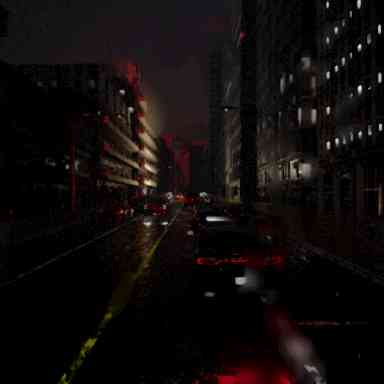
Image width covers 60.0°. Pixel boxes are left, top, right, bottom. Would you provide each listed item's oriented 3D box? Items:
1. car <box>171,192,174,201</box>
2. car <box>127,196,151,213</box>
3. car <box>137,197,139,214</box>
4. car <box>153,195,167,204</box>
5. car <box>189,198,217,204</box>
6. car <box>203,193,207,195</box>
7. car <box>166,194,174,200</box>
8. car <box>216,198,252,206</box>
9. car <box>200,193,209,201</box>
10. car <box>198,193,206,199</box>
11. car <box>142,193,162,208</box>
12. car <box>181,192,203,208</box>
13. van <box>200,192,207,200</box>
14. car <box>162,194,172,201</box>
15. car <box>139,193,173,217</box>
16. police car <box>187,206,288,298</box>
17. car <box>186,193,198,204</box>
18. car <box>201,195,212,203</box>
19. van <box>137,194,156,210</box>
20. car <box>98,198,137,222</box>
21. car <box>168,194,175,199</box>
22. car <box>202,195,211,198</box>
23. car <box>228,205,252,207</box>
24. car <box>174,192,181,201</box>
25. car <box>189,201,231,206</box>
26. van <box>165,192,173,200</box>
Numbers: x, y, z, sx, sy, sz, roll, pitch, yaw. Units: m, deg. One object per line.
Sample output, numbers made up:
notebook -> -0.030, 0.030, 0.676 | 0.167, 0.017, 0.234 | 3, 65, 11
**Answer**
car -> -5.639, 1.049, 69.425 | 2.192, 1.841, 5.009 | 1, 0, 0
car -> -5.655, 1.304, 36.146 | 1.967, 1.590, 4.097 | 1, 0, 0
car -> -5.660, 1.430, 30.600 | 1.887, 1.381, 4.507 | 1, 0, 0
car -> -5.646, 1.328, 58.333 | 2.008, 1.369, 4.403 | 1, 0, 0
car -> 0.861, 1.436, 24.504 | 1.812, 1.442, 4.674 | 0, 0, 0
car -> 2.731, 1.324, 53.032 | 1.752, 1.417, 4.829 | 1, 0, 0
car -> -5.599, 1.192, 85.896 | 1.752, 1.417, 4.829 | 1, 0, 0
car -> 2.716, 1.368, 19.574 | 1.967, 1.590, 4.097 | 1, 0, 0
car -> 2.744, 1.151, 75.054 | 1.967, 1.590, 4.097 | 1, 0, 0
car -> 2.753, 1.083, 91.698 | 1.967, 1.590, 4.097 | 1, 0, 0
car -> -5.648, 1.136, 47.238 | 2.192, 1.841, 5.009 | 1, 0, 0
car -> 0.033, 1.050, 45.392 | 2.150, 2.045, 5.566 | 0, 0, 0
van -> 2.749, 1.030, 80.601 | 1.690, 1.788, 3.998 | 1, 0, 0
car -> -5.648, 1.238, 74.802 | 1.752, 1.417, 4.829 | 1, 0, 0
car -> -3.083, 1.241, 29.739 | 2.097, 1.767, 4.553 | 0, 0, 0
police car -> 0.904, 1.393, 8.614 | 1.930, 1.638, 5.238 | 0, 0, 0
car -> 0.030, 1.127, 59.083 | 2.097, 1.767, 4.553 | 0, 0, 0
car -> 2.736, 1.338, 63.959 | 1.802, 1.307, 4.206 | 1, 0, 0
van -> -5.651, 1.184, 41.692 | 1.690, 1.788, 3.998 | 1, 0, 0
car -> -5.661, 1.347, 25.051 | 1.967, 1.590, 4.097 | 1, 0, 0
car -> -5.597, 1.225, 91.612 | 1.802, 1.307, 4.206 | 1, 0, 0
car -> 2.725, 1.393, 41.767 | 2.008, 1.369, 4.403 | 1, 0, 0
car -> 2.711, 1.493, 14.027 | 1.887, 1.381, 4.507 | 1, 0, 0
car -> -2.964, 1.077, 71.165 | 2.097, 1.767, 4.553 | 0, 0, 0
car -> 0.889, 1.458, 18.506 | 1.812, 1.442, 4.674 | 0, 0, 0
van -> -5.606, 1.030, 80.519 | 1.690, 1.788, 3.998 | 1, 0, 0
